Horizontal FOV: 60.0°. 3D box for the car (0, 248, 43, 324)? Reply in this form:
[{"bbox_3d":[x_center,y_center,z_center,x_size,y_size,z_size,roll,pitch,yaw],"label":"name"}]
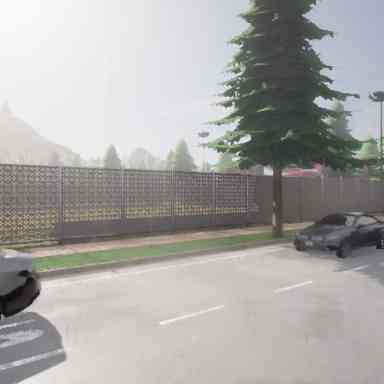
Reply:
[{"bbox_3d":[-4.823,1.492,4.764,4.902,1.511,2.128,0,0,-37],"label":"car"}]

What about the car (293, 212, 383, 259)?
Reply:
[{"bbox_3d":[5.889,1.525,12.826,4.674,1.442,1.812,0,0,-37],"label":"car"}]
